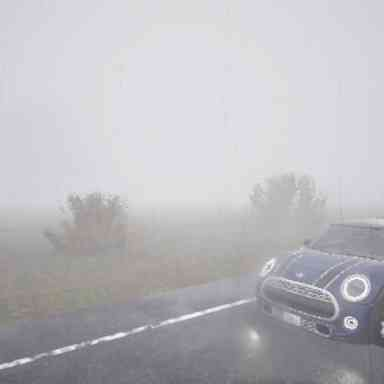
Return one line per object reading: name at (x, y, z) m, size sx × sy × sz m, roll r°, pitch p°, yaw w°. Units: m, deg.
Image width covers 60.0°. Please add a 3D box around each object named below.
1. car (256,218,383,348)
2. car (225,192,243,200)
car at (3.356, 1.332, 6.385) m, size 4.553 × 1.767 × 2.097 m, roll 0°, pitch 0°, yaw -35°
car at (9.728, 0.874, 76.578) m, size 2.097 × 1.767 × 4.553 m, roll 0°, pitch 0°, yaw -36°
